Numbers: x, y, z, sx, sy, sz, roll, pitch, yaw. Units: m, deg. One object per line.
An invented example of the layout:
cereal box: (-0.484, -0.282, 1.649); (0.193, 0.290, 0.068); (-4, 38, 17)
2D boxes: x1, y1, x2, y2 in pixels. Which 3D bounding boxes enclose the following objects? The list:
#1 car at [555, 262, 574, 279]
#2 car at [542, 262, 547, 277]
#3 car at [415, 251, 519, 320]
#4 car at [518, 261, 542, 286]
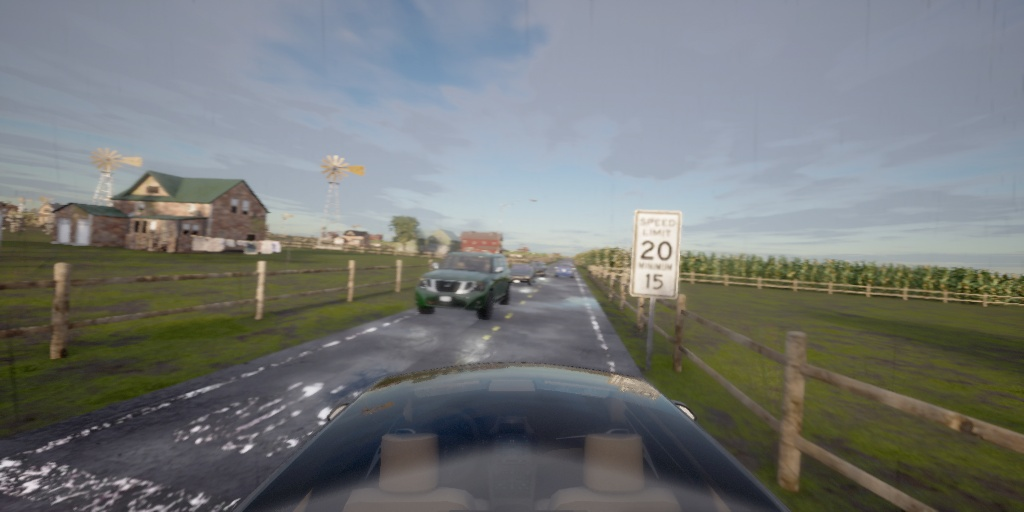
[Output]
car: (5.494, 1.533, 37.392); (2.033, 1.411, 5.357); (3, 0, 10)
car: (2.612, 1.318, 37.354); (1.837, 1.490, 4.892); (3, 0, 10)
car: (-1.391, 0.863, 12.653); (2.150, 2.045, 5.566); (3, 0, 9)
car: (0.737, 1.281, 25.960); (2.033, 1.411, 5.357); (3, 0, 9)
